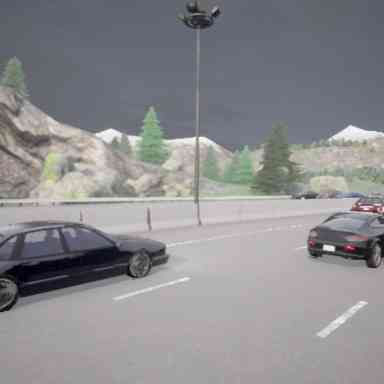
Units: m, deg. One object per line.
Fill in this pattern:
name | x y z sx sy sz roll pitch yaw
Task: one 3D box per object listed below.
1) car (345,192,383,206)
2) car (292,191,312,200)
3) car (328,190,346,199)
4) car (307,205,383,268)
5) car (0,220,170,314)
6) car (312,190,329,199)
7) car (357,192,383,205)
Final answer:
car | 12.036 1.023 21.185 4.553 1.767 2.097 0 2 -40
car | 17.412 0.556 50.799 5.008 1.535 1.882 0 1 -31
car | 21.136 0.736 44.874 5.008 1.535 1.882 0 1 -31
car | 5.386 1.347 10.653 4.674 1.442 1.812 -1 2 -44
car | -2.978 1.340 7.164 2.033 1.411 5.357 2 2 43
car | 20.260 0.518 48.422 4.553 1.767 2.097 0 2 -31
car | 23.393 0.840 42.147 4.902 1.511 2.128 0 1 -31
